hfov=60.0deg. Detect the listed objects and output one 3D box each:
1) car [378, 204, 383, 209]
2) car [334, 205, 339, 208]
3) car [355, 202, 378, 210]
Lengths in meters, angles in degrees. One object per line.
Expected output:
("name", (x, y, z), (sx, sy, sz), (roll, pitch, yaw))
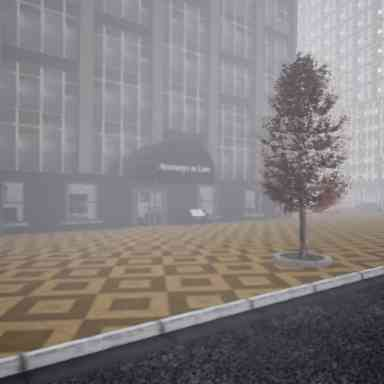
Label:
("car", (33.320, 2.366, 54.076), (1.947, 1.339, 4.313), (0, -1, -23))
("car", (26.000, 2.067, 64.708), (2.150, 2.045, 5.566), (1, -1, -23))
("car", (31.160, 2.472, 59.269), (1.947, 1.339, 4.313), (-1, -1, -23))
